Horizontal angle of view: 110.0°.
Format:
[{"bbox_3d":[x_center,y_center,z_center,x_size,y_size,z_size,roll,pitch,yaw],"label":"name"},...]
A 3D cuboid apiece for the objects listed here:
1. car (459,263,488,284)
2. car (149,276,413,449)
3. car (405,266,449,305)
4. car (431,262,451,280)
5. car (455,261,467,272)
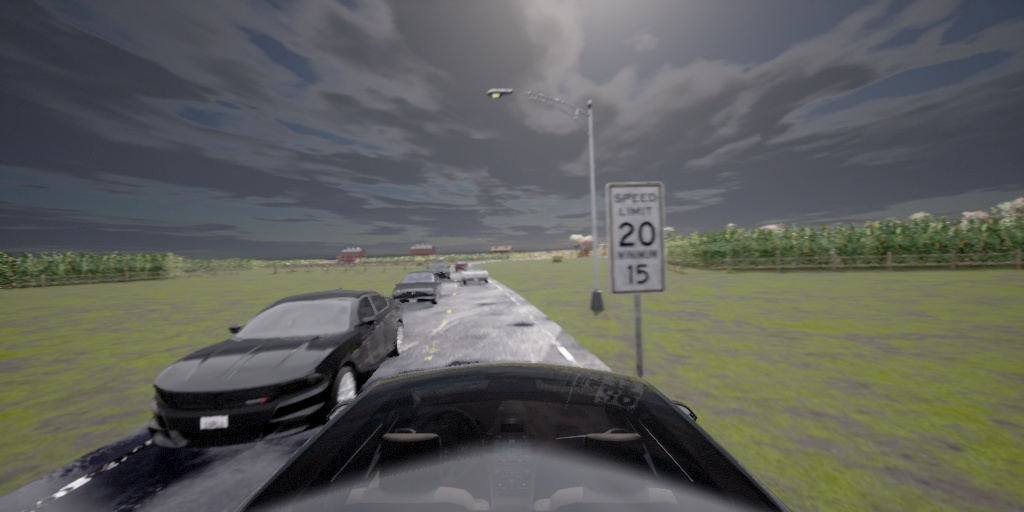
[{"bbox_3d":[-3.012,1.440,28.520,1.895,1.301,4.718,-2,0,-9],"label":"car"},{"bbox_3d":[-3.122,1.337,5.936,1.882,1.535,5.008,-2,0,-6],"label":"car"},{"bbox_3d":[-4.331,1.443,17.084,2.033,1.411,5.357,-2,0,-7],"label":"car"},{"bbox_3d":[-6.838,1.327,33.574,2.097,1.767,4.553,-2,0,-10],"label":"car"},{"bbox_3d":[-7.294,1.452,52.204,1.882,1.535,5.008,-2,0,-10],"label":"car"}]
